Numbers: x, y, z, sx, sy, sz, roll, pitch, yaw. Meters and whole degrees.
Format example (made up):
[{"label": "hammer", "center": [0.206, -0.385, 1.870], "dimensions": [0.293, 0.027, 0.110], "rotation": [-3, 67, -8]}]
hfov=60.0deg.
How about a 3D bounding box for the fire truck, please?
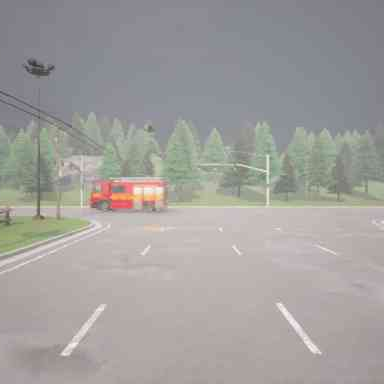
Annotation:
[{"label": "fire truck", "center": [-6.968, 0.339, 37.549], "dimensions": [8.468, 3.827, 2.891], "rotation": [0, 0, 6]}]
